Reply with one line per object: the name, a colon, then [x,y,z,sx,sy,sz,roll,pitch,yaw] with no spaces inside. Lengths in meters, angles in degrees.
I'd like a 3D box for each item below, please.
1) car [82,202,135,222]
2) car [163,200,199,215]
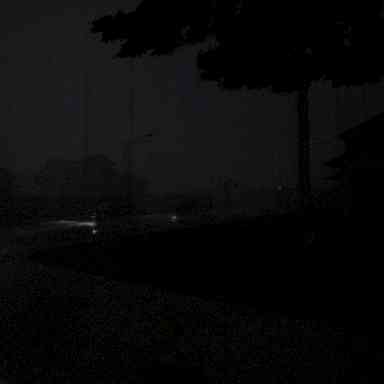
car: [-7.112,1.668,28.705,1.837,1.490,4.892,-1,0,36]
car: [-1.151,1.641,36.999,1.882,1.535,5.008,-1,0,36]
